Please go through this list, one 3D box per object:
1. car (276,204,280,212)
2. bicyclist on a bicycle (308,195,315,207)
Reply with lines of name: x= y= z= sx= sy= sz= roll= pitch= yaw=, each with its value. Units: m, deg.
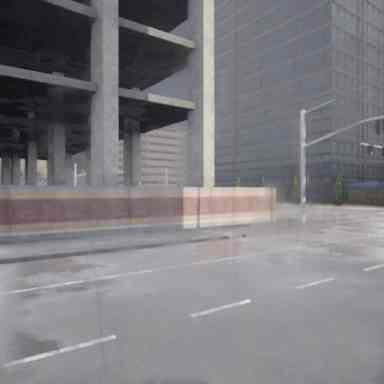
car: x=7.861 y=1.488 z=38.014 sx=1.812 sy=1.442 sz=4.674 roll=0 pitch=0 yaw=-36
bicyclist on a bicycle: x=16.687 y=1.247 z=46.256 sx=1.656 sy=1.620 sz=0.582 roll=0 pitch=0 yaw=-36
